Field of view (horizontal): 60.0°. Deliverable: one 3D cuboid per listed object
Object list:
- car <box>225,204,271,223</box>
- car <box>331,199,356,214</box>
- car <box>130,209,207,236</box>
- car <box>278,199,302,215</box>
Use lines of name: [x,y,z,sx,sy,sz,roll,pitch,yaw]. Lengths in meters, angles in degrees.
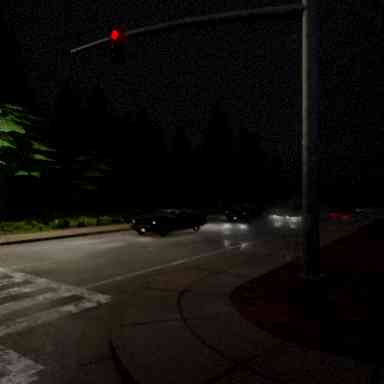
car: [4.504,1.633,26.475,1.895,1.301,4.718,0,0,37]
car: [16.784,1.524,36.827,2.128,1.511,4.902,0,0,37]
car: [-1.207,1.632,18.773,1.895,1.301,4.718,0,0,37]
car: [10.648,1.511,34.737,1.882,1.535,5.008,0,0,36]
